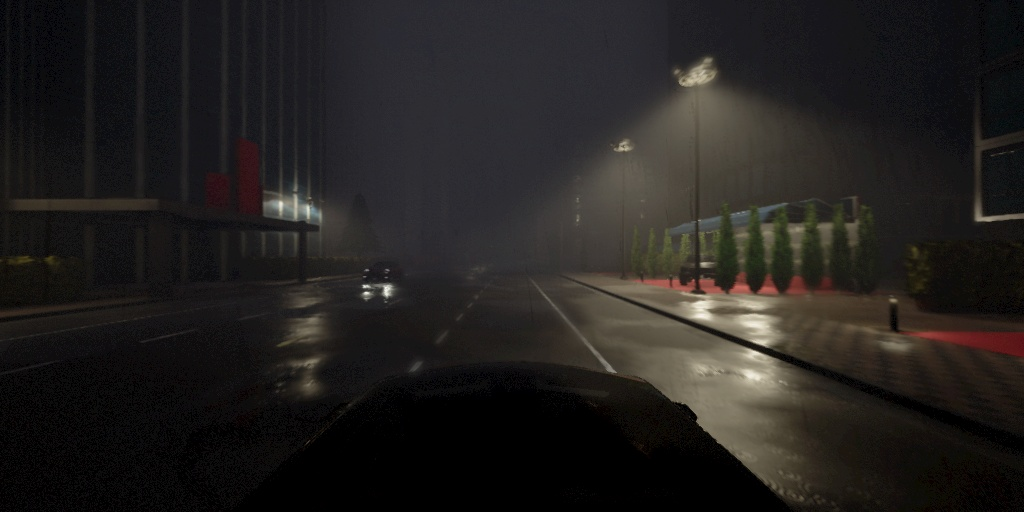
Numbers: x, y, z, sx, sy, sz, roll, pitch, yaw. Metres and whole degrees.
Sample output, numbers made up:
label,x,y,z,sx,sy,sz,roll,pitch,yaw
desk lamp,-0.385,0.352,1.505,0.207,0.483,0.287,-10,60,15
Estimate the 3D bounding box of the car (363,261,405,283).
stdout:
label,x,y,z,sx,sy,sz,roll,pitch,yaw
car,-10.498,1.192,29.644,2.097,1.767,4.553,0,-1,0
